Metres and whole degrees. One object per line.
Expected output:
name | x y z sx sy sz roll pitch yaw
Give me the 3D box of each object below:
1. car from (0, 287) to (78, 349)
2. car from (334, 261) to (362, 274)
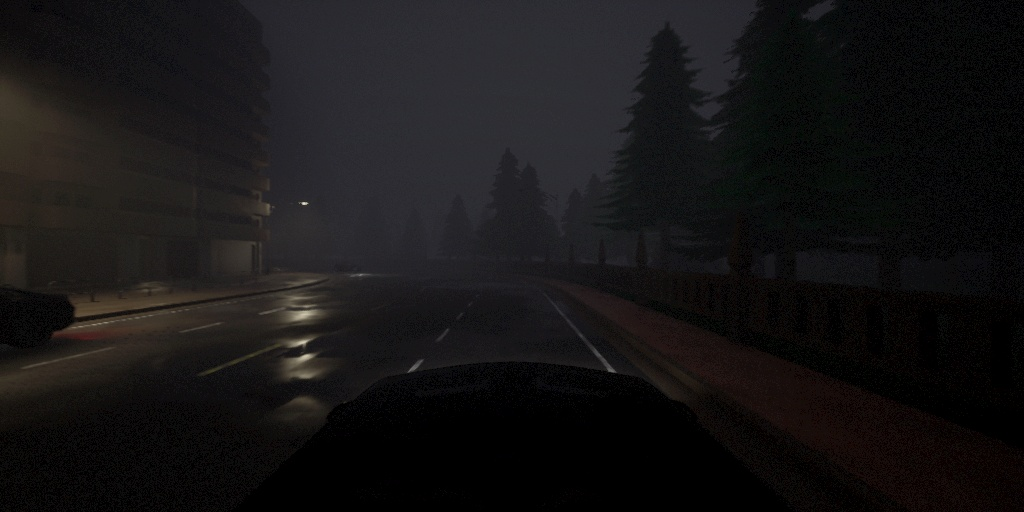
car | -11.217 1.307 6.366 2.128 1.511 4.902 0 1 -1
car | -20.212 1.381 44.134 4.902 1.511 2.128 1 0 45
